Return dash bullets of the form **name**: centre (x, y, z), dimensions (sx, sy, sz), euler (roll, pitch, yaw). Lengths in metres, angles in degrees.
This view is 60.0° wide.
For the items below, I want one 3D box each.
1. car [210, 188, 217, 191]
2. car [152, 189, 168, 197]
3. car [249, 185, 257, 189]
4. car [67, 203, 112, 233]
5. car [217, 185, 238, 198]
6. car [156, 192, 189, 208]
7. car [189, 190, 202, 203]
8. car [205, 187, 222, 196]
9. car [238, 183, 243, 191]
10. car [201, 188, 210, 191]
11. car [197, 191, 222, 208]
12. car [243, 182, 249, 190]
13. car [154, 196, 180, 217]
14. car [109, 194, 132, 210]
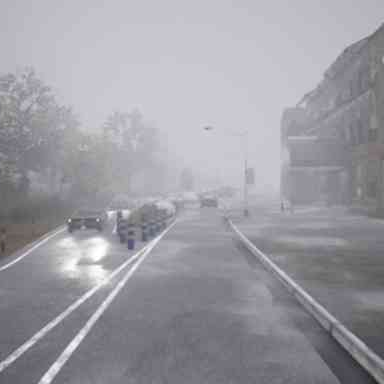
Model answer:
- **car**: centre (2.382, 0.200, 58.785), dimensions (2.231, 1.521, 4.892), euler (0, 3, 16)
- **car**: centre (-5.712, 0.150, 59.740), dimensions (1.895, 1.301, 4.718), euler (0, 2, 11)
- **car**: centre (14.722, -1.569, 89.910), dimensions (2.435, 2.045, 5.566), euler (-3, 2, 28)
- **car**: centre (-6.115, 1.568, 19.862), dimensions (1.895, 1.301, 4.718), euler (0, 1, -9)
- **car**: centre (6.279, -0.118, 58.815), dimensions (2.150, 2.045, 5.566), euler (0, 3, 16)
- **car**: centre (-2.076, 1.200, 36.790), dimensions (2.097, 1.535, 5.008), euler (1, 3, 9)
- **car**: centre (-0.340, 0.794, 47.173), dimensions (2.002, 1.452, 4.674), euler (-1, 2, 12)
- **car**: centre (4.204, -0.093, 64.837), dimensions (2.097, 1.535, 5.008), euler (0, 3, 18)
- **car**: centre (9.842, -0.813, 79.837), dimensions (2.231, 1.521, 4.892), euler (-3, 2, 25)
- **car**: centre (0.987, 0.476, 53.255), dimensions (2.097, 1.535, 5.008), euler (-1, 3, 14)
- **car**: centre (2.173, 1.038, 39.752), dimensions (1.882, 1.535, 5.008), euler (0, 3, 8)
- **car**: centre (12.193, -1.065, 84.904), dimensions (2.231, 1.521, 4.892), euler (-3, 2, 26)
- **car**: centre (-2.589, 1.526, 30.675), dimensions (2.002, 1.452, 4.674), euler (-2, 2, 4)
- **car**: centre (-7.646, 1.054, 35.951), dimensions (1.837, 1.490, 4.892), euler (0, 2, -1)
